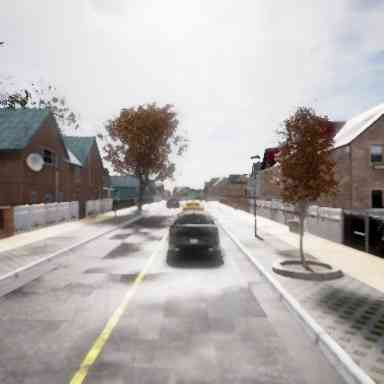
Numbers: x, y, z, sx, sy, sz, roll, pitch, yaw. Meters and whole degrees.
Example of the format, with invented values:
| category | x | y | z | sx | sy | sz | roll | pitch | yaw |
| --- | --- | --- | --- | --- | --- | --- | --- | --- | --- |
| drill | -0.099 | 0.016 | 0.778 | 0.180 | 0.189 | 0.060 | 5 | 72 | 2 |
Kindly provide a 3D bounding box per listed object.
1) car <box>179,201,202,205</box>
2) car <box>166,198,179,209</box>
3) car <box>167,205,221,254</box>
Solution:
| category | x | y | z | sx | sy | sz | roll | pitch | yaw |
| --- | --- | --- | --- | --- | --- | --- | --- | --- | --- |
| car | 0.086 | 1.555 | 29.166 | 1.882 | 1.535 | 5.008 | 0 | 0 | 0 |
| car | -2.814 | 1.678 | 50.061 | 1.882 | 1.535 | 5.008 | 0 | 0 | 0 |
| car | 0.079 | 1.503 | 13.549 | 1.882 | 1.535 | 5.008 | 0 | 0 | 0 |
